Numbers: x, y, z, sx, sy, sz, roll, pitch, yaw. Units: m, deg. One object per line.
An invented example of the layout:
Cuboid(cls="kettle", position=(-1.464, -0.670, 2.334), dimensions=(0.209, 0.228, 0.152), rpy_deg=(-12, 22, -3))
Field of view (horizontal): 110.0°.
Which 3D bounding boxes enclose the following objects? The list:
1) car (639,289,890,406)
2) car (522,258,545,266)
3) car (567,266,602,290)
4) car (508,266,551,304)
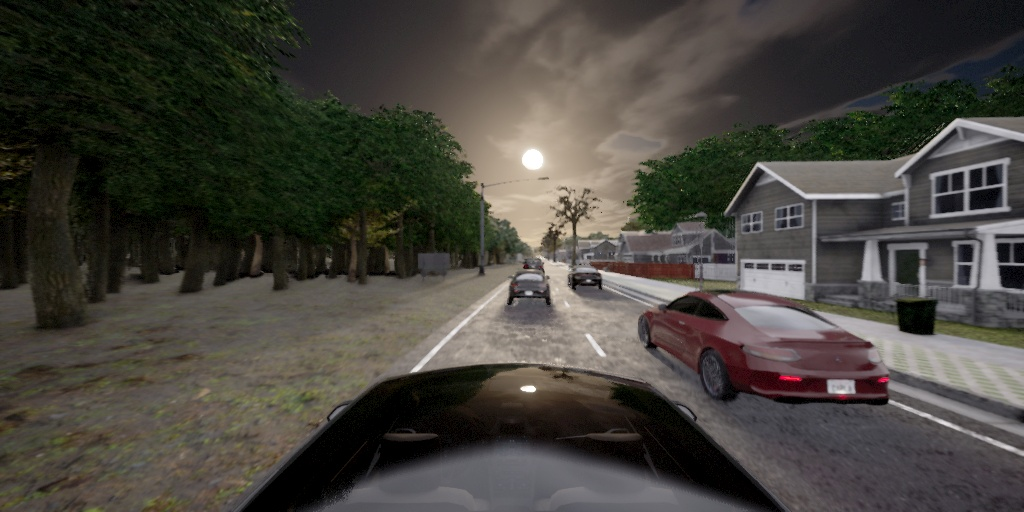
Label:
Cuboid(cls="car", position=(3.751, 1.307, 6.313), dimensions=(1.812, 1.442, 4.674), rpy_deg=(0, 0, 2))
Cuboid(cls="car", position=(2.247, 1.199, 37.889), dimensions=(2.150, 2.045, 5.566), rpy_deg=(0, 0, 4))
Cuboid(cls="car", position=(4.826, 1.380, 24.282), dimensions=(1.882, 1.535, 5.008), rpy_deg=(0, 0, 4))
Cuboid(cls="car", position=(0.823, 1.357, 16.817), dimensions=(1.812, 1.442, 4.674), rpy_deg=(0, 0, 3))
